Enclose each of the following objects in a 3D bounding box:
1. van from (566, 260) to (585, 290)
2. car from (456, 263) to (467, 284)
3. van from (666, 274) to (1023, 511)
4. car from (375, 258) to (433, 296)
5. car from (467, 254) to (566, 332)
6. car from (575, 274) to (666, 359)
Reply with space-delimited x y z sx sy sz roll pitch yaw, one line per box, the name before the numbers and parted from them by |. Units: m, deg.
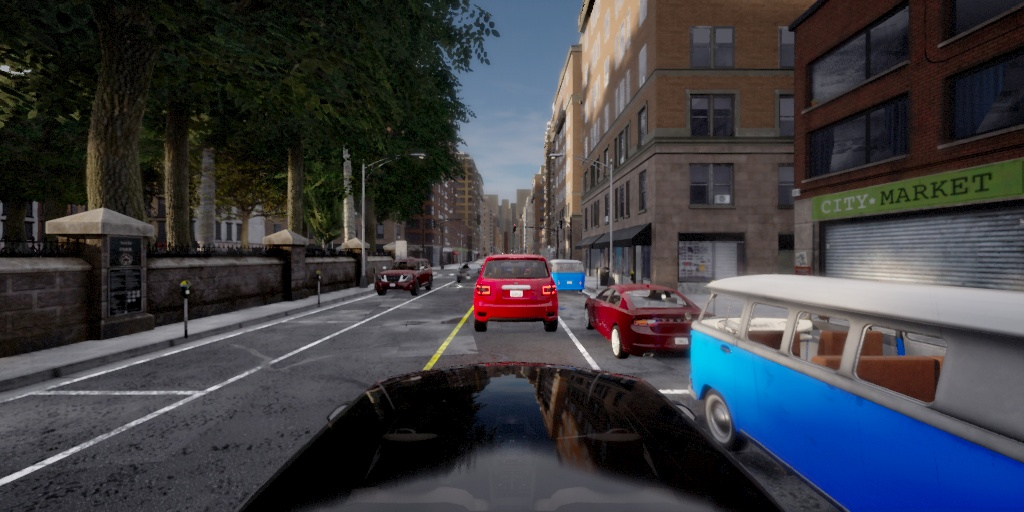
van | 2.847 1.084 19.582 1.690 1.789 3.998 0 0 0
car | -3.039 1.263 27.405 1.812 1.442 4.674 0 0 0
van | 2.856 1.091 2.600 1.690 1.789 3.998 0 0 0
car | -5.678 1.058 19.537 2.192 1.841 5.009 0 0 0
car | 0.092 0.969 11.018 2.150 2.045 5.566 0 0 0
car | 2.853 1.294 8.261 1.888 1.381 4.507 0 0 0
